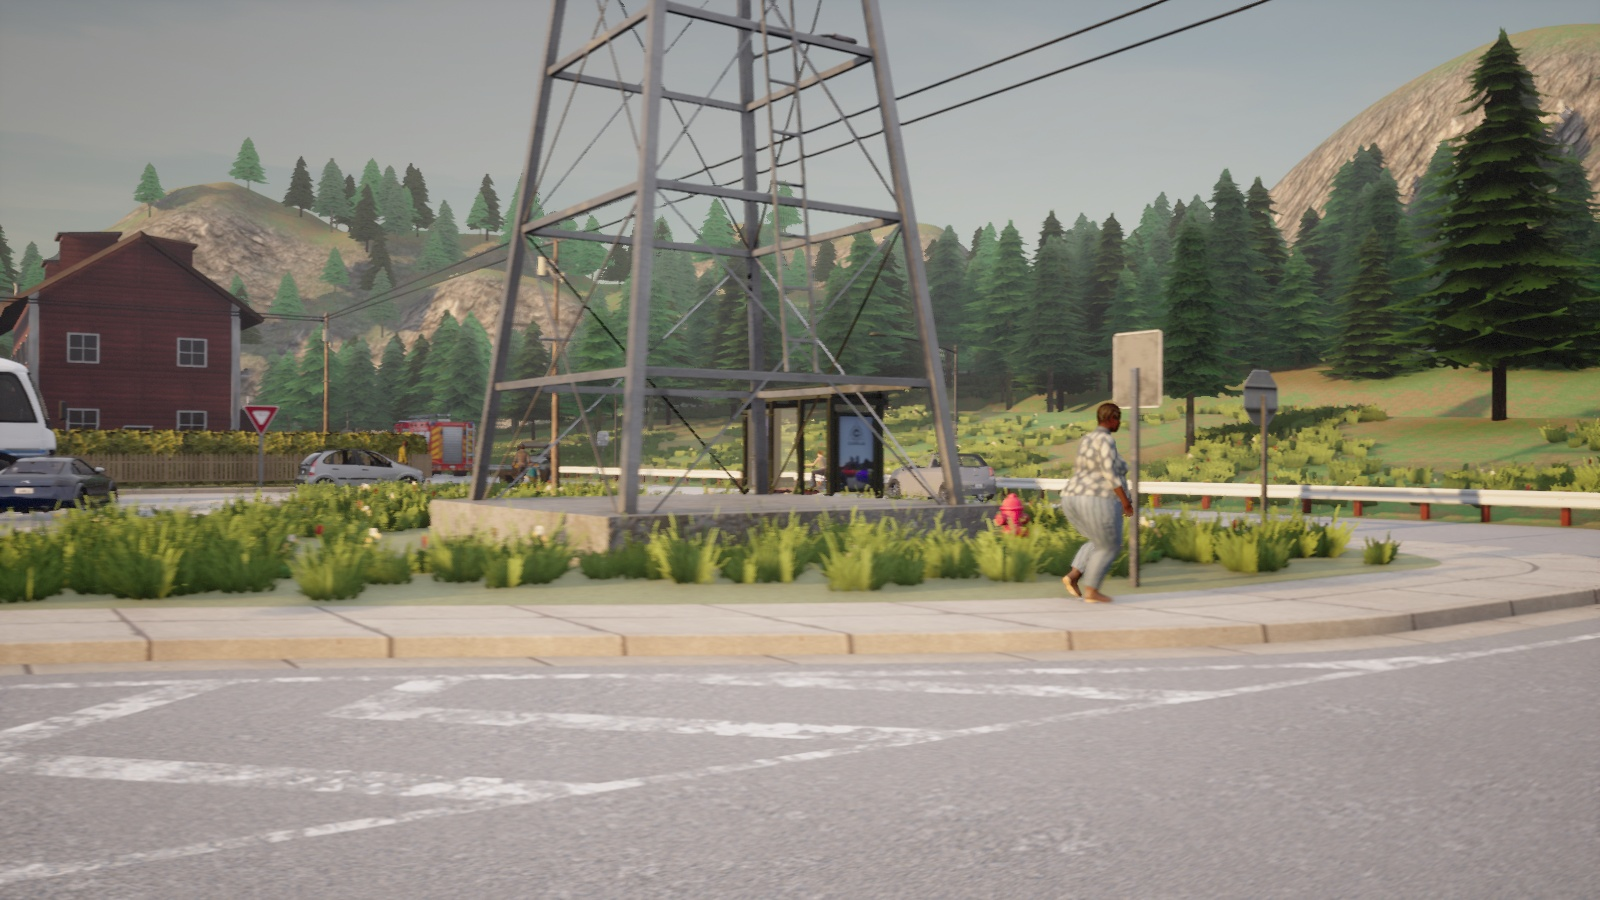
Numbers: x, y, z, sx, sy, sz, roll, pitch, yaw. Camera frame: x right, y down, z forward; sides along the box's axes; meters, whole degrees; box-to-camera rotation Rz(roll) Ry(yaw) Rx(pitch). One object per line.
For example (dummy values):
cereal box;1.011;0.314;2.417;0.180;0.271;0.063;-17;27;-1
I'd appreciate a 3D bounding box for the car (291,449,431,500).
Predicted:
car;-14.499;0.775;41.517;3.988;1.617;1.851;0;0;-36

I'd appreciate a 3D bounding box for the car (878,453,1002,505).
car;4.204;0.843;38.265;1.845;1.501;3.633;0;0;-34

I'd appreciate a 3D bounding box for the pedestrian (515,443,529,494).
pedestrian;-10.081;0.663;45.540;0.328;1.805;0.869;0;0;-23

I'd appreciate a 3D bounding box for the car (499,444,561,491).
car;-11.044;0.690;51.610;1.905;1.878;3.866;0;0;-3

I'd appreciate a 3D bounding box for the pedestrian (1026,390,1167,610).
pedestrian;2.608;0.422;11.123;0.900;1.855;0.874;0;0;-15

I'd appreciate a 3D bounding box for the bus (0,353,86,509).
bus;-25.460;-0.494;34.080;10.273;4.253;3.944;0;0;-34

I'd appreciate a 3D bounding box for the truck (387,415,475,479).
truck;-23.467;-0.176;79.558;2.891;3.827;8.468;0;0;-34

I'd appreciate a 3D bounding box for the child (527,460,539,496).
child;-8.822;0.913;41.494;0.343;1.192;0.448;0;0;-9

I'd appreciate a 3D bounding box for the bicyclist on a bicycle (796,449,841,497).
bicyclist on a bicycle;0.631;0.786;43.606;0.866;1.612;1.509;0;0;-34

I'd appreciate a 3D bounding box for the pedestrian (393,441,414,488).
pedestrian;-15.597;0.554;49.391;0.726;1.835;0.370;0;0;-27

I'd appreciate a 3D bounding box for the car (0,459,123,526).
car;-17.076;0.915;28.648;1.994;1.385;4.181;0;0;-15
